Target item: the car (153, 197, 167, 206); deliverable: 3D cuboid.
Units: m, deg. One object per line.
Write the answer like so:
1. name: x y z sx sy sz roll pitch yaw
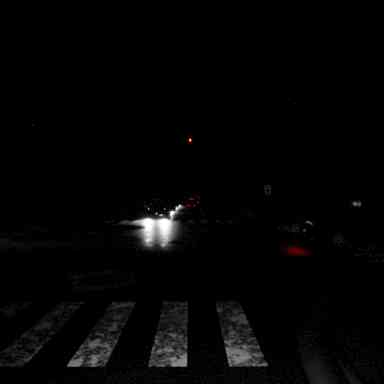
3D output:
1. car: -5.559 1.631 58.154 2.008 1.369 4.403 0 0 0

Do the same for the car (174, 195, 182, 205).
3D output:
1. car: -3.036 1.630 51.929 1.994 1.385 4.181 0 0 0

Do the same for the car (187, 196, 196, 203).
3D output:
1. car: -0.116 1.675 74.015 1.994 1.385 4.181 0 0 0

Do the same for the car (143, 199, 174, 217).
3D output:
1. car: -3.119 1.633 31.989 1.895 1.301 4.718 0 0 1

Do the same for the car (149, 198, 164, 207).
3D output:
1. car: -5.576 1.650 52.643 1.802 1.307 4.206 0 0 0

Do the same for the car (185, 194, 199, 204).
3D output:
1. car: -0.051 1.585 63.859 2.128 1.511 4.902 0 0 0

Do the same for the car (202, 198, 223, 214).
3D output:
1. car: 2.399 1.604 36.087 1.947 1.339 4.313 0 0 0

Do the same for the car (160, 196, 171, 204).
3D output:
1. car: -5.526 1.548 69.176 1.967 1.590 4.097 0 0 0

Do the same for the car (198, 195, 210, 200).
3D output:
1. car: 2.449 1.634 52.620 1.947 1.339 4.313 0 0 0

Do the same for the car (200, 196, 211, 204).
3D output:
1. car: 2.433 1.639 47.109 1.802 1.307 4.206 0 0 0

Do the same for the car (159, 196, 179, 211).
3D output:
1. car: -3.066 1.612 41.944 1.994 1.385 4.181 0 0 1

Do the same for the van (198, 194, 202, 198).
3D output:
1. van: 2.466 1.421 58.130 1.690 1.788 3.998 0 0 0

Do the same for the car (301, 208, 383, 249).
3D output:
1. car: 7.149 1.440 13.871 5.008 1.535 1.882 0 0 0

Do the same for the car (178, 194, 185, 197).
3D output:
1. car: -2.962 1.581 62.009 2.128 1.511 4.902 0 0 1

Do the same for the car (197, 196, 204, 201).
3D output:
1. car: 2.152 1.693 90.056 1.812 1.442 4.674 0 0 0

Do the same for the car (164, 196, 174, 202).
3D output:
1. car: -5.493 1.690 80.197 2.008 1.369 4.403 0 0 0

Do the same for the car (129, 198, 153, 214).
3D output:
1. car: -5.625 1.478 36.112 1.967 1.590 4.097 0 0 0

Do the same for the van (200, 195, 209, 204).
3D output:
1. van: 2.498 1.449 69.152 1.690 1.788 3.998 0 0 0
